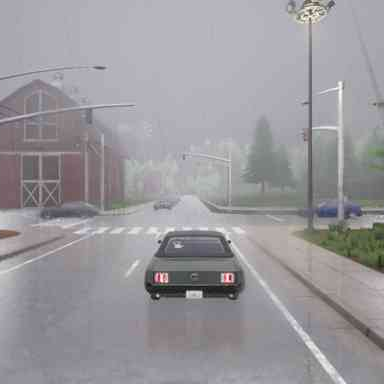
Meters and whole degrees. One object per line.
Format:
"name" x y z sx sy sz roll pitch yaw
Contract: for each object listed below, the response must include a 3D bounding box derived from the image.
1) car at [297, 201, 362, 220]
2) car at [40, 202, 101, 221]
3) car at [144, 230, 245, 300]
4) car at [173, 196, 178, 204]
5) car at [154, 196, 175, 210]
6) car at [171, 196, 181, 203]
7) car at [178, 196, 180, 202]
"car" 11.118 1.451 27.060 5.008 1.535 1.882 0 0 -1
"car" -9.702 1.499 26.668 4.674 1.442 1.812 0 0 -1
"car" 0.063 1.601 8.339 1.895 1.301 4.718 0 0 0
"car" -3.611 1.505 52.171 1.837 1.490 4.892 0 0 0
"car" -3.614 1.564 42.150 1.994 1.385 4.181 0 0 0
"car" -3.526 1.590 72.551 1.895 1.301 4.718 0 0 0
"car" -3.584 1.505 62.244 1.837 1.490 4.892 0 0 0
